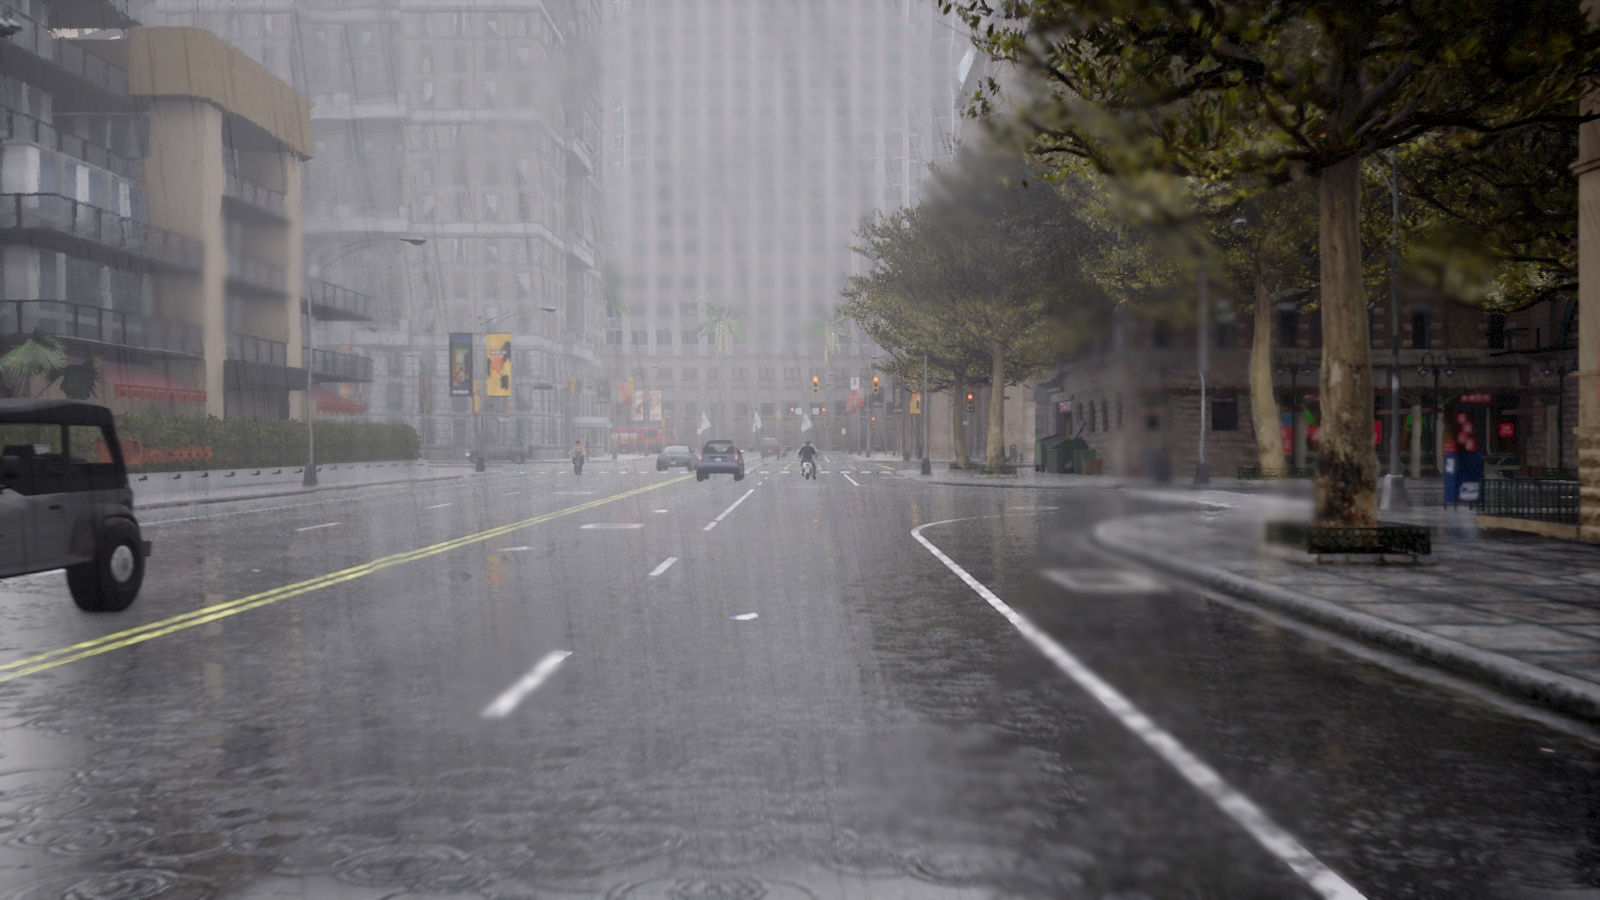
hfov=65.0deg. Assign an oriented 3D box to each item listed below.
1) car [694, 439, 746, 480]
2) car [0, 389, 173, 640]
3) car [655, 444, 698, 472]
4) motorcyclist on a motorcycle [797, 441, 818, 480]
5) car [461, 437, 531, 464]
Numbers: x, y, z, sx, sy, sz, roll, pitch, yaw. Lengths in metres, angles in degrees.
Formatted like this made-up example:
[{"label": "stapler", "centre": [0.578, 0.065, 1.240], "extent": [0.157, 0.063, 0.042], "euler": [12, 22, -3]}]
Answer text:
[{"label": "car", "centre": [-3.199, 0.355, 50.873], "extent": [1.851, 1.617, 3.988], "euler": [0, 0, 0]}, {"label": "car", "centre": [-6.929, 0.480, 10.034], "extent": [1.905, 1.878, 3.866], "euler": [0, 0, 0]}, {"label": "car", "centre": [-6.605, 0.386, 67.547], "extent": [1.812, 1.442, 4.674], "euler": [0, 0, 0]}, {"label": "motorcyclist on a motorcycle", "centre": [0.302, 0.412, 51.159], "extent": [0.866, 1.590, 1.817], "euler": [0, 0, 0]}, {"label": "car", "centre": [-21.099, 0.054, 87.385], "extent": [4.605, 1.855, 1.932], "euler": [0, 1, -9]}]
